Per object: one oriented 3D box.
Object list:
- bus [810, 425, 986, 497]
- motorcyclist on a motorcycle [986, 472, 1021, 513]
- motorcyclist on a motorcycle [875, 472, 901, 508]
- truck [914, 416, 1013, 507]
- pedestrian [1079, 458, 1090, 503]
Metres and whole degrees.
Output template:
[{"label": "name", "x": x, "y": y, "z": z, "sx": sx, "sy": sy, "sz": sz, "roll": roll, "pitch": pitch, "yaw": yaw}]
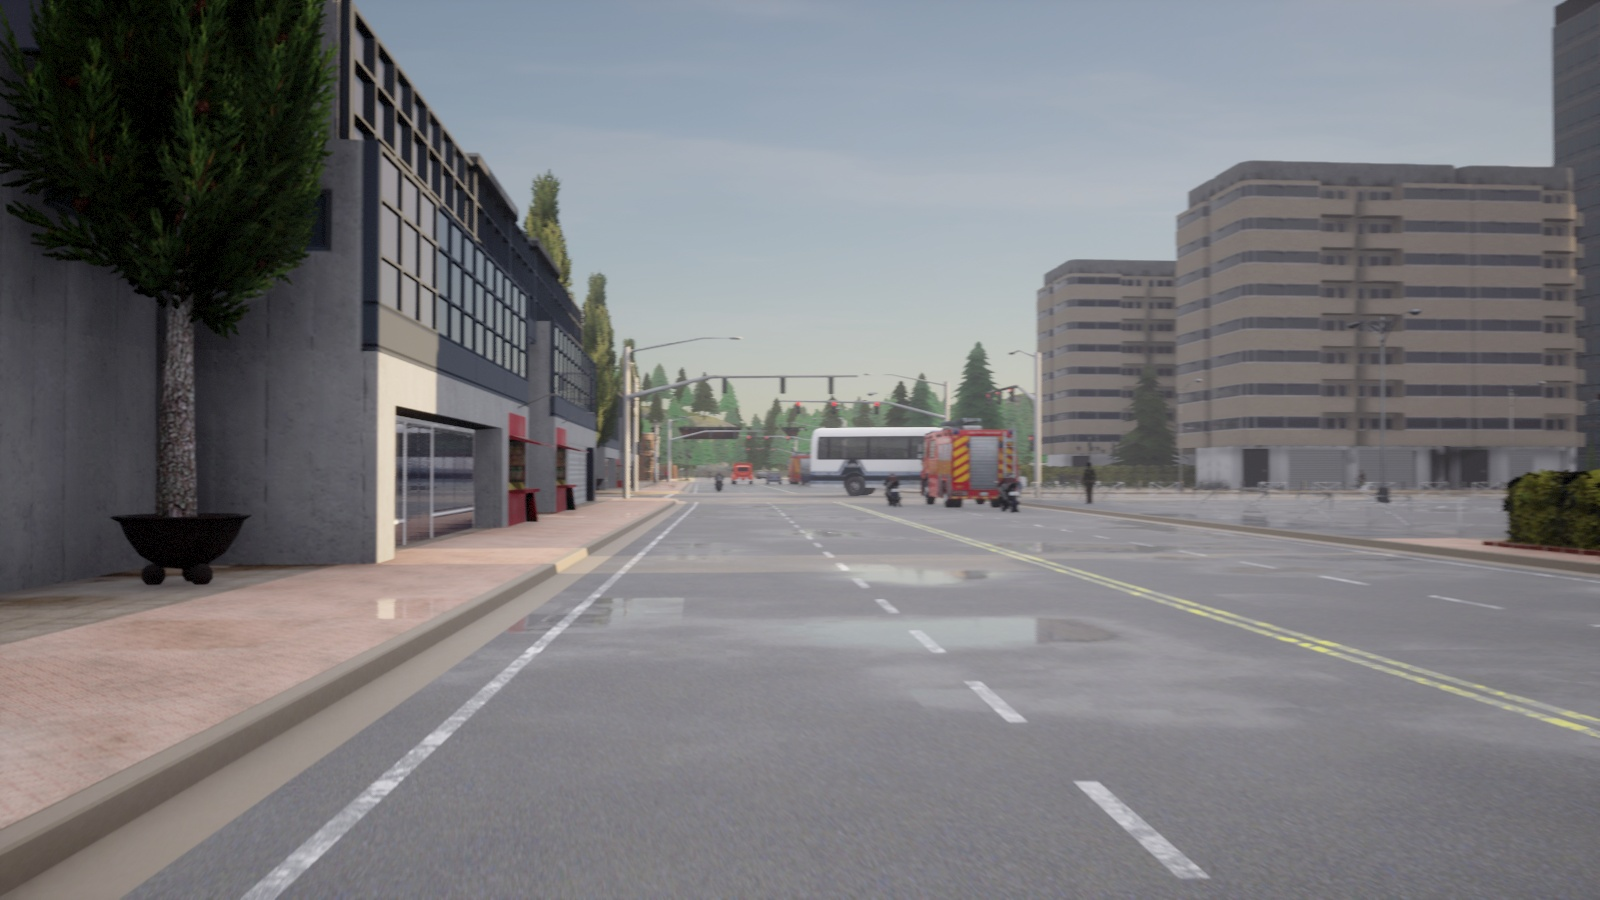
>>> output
[{"label": "bus", "x": 6.084, "y": 0.698, "z": 77.518, "sx": 10.273, "sy": 4.253, "sz": 3.944, "roll": -1, "pitch": -1, "yaw": 15}, {"label": "motorcyclist on a motorcycle", "x": 7.833, "y": 1.609, "z": 48.362, "sx": 0.866, "sy": 1.530, "sz": 2.191, "roll": 0, "pitch": -1, "yaw": -3}, {"label": "motorcyclist on a motorcycle", "x": 3.901, "y": 1.757, "z": 55.626, "sx": 0.866, "sy": 1.530, "sz": 2.191, "roll": 0, "pitch": -1, "yaw": -4}, {"label": "truck", "x": 7.289, "y": 0.563, "z": 57.337, "sx": 2.891, "sy": 3.827, "sz": 8.468, "roll": 0, "pitch": -1, "yaw": -4}, {"label": "pedestrian", "x": 12.347, "y": 1.306, "z": 54.542, "sx": 0.395, "sy": 1.930, "sz": 0.692, "roll": 0, "pitch": -1, "yaw": 6}]
